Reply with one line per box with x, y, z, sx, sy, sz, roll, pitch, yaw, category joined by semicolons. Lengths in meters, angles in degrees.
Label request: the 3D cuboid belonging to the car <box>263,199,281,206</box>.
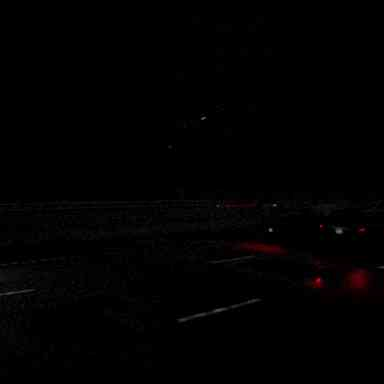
10.176;1.765;45.696;4.892;1.490;1.837;1;-1;-35;car

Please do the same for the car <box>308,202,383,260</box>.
6.934;1.424;13.014;4.553;1.767;2.097;0;0;-36;car

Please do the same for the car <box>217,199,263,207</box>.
4.407;1.493;32.970;4.553;1.767;2.097;1;0;-36;car

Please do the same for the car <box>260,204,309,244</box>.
5.535;1.557;16.317;5.008;1.535;1.882;0;0;-36;car

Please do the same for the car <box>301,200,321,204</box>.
16.402;1.849;45.837;4.674;1.442;1.812;1;-1;-35;car
